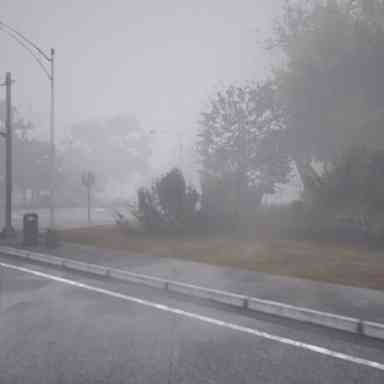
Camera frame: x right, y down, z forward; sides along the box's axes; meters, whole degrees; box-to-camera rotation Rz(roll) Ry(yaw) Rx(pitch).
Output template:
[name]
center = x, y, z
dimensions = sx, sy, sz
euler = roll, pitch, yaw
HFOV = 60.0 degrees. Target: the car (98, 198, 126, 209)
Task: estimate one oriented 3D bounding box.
[car]
center = -9.879, 1.428, 42.272
dimensions = 1.994, 1.385, 4.181
euler = 0, 0, 32
